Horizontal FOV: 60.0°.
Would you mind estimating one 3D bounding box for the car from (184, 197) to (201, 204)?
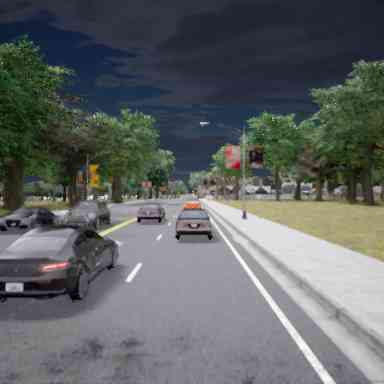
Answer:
[{"bbox_3d":[0.096,1.472,42.106,2.097,1.767,4.553,0,0,0],"label":"car"}]

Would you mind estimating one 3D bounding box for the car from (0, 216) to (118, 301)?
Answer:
[{"bbox_3d":[-3.152,1.537,8.213,1.812,1.442,4.674,0,0,0],"label":"car"}]

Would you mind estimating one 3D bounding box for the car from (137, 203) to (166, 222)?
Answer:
[{"bbox_3d":[-3.156,1.603,26.454,2.033,1.411,5.357,0,0,0],"label":"car"}]

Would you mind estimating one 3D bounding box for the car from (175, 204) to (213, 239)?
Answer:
[{"bbox_3d":[0.096,1.577,17.635,2.033,1.411,5.357,0,0,0],"label":"car"}]

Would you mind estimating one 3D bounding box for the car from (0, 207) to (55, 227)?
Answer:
[{"bbox_3d":[-9.838,1.601,20.312,1.994,1.385,4.181,0,0,0],"label":"car"}]

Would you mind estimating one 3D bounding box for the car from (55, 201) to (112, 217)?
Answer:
[{"bbox_3d":[-6.584,1.392,21.210,2.097,1.767,4.553,0,0,0],"label":"car"}]
